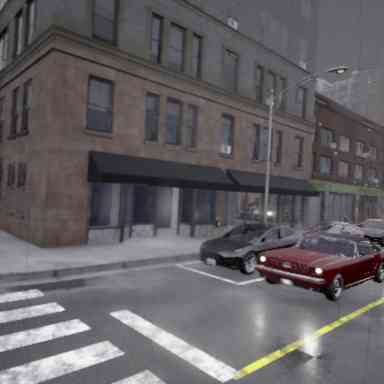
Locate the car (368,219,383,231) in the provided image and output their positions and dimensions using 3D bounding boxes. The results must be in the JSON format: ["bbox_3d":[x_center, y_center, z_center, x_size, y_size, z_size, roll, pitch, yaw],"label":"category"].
[{"bbox_3d":[10.508,2.219,18.812,4.313,1.339,1.947,3,0,-43],"label":"car"}]

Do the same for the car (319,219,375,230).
[{"bbox_3d":[6.341,1.993,14.955,4.206,1.307,1.802,3,0,-43],"label":"car"}]

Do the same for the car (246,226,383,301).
[{"bbox_3d":[3.805,1.849,9.153,4.718,1.301,1.895,3,0,-43],"label":"car"}]

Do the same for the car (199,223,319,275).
[{"bbox_3d":[2.175,1.735,11.099,4.313,1.339,1.947,3,0,-43],"label":"car"}]
